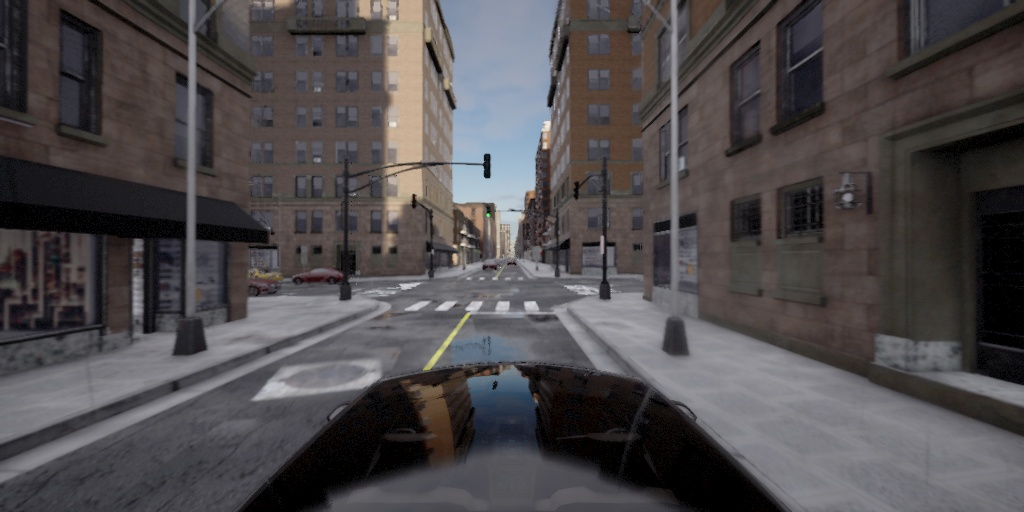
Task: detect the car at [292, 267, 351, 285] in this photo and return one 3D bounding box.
[{"bbox_3d":[-14.566,1.516,27.538,4.207,1.307,1.802,0,0,0],"label":"car"}]

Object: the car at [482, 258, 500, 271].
[{"bbox_3d":[-3.057,1.206,49.592,1.882,1.535,5.008,0,0,0],"label":"car"}]

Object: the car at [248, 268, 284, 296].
[{"bbox_3d":[-14.570,1.468,19.013,4.207,1.307,1.802,0,0,0],"label":"car"}]
